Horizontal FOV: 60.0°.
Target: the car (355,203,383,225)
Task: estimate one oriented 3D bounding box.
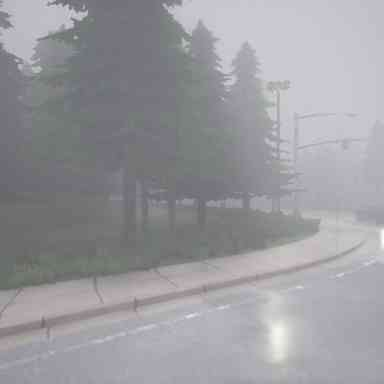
[{"bbox_3d":[13.441,1.561,23.941,1.837,1.490,4.892,0,0,5],"label":"car"}]
